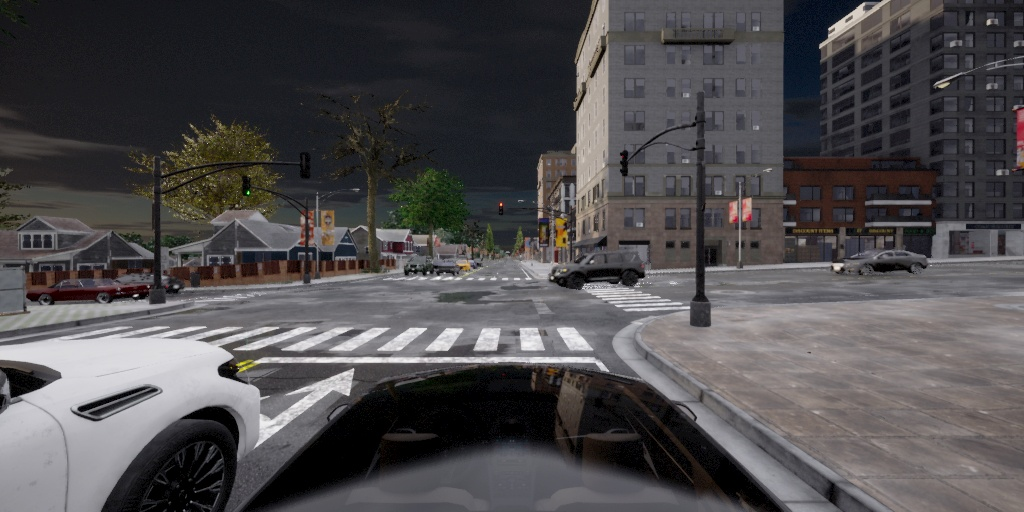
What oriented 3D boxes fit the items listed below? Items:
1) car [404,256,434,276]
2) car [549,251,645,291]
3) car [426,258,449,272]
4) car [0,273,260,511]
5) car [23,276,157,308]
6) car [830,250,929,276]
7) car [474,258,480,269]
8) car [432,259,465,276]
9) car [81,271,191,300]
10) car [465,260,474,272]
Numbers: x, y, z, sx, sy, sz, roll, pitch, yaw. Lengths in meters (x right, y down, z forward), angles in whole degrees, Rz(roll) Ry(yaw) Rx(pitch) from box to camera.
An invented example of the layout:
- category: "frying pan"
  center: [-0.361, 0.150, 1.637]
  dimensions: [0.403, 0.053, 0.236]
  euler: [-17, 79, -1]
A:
- category: "car"
  center: [-9.880, 0.990, 38.593]
  dimensions: [2.150, 2.045, 5.566]
  euler: [0, 0, 0]
- category: "car"
  center: [4.942, 0.800, 20.888]
  dimensions: [5.566, 2.045, 2.150]
  euler: [-2, 0, -13]
- category: "car"
  center: [-9.890, 1.136, 48.065]
  dimensions: [2.097, 1.767, 4.553]
  euler: [0, 0, 0]
- category: "car"
  center: [-3.145, 0.972, 0.558]
  dimensions: [2.150, 2.045, 5.566]
  euler: [0, 0, 0]
- category: "car"
  center: [-21.640, 1.806, 18.534]
  dimensions: [4.718, 1.301, 1.895]
  euler: [-2, 0, 0]
- category: "car"
  center: [22.324, 0.400, 21.924]
  dimensions: [4.902, 1.511, 2.128]
  euler: [-2, 0, 0]
- category: "car"
  center: [-6.646, 1.333, 57.029]
  dimensions: [1.812, 1.442, 4.674]
  euler: [0, 0, 0]
- category: "car"
  center: [-6.633, 1.316, 37.900]
  dimensions: [2.033, 1.411, 5.357]
  euler: [0, 0, 0]
- category: "car"
  center: [-22.412, 1.749, 21.497]
  dimensions: [4.674, 1.442, 1.812]
  euler: [-2, 0, 0]
- category: "car"
  center: [-6.642, 1.261, 47.692]
  dimensions: [1.882, 1.535, 5.008]
  euler: [0, 0, 0]
